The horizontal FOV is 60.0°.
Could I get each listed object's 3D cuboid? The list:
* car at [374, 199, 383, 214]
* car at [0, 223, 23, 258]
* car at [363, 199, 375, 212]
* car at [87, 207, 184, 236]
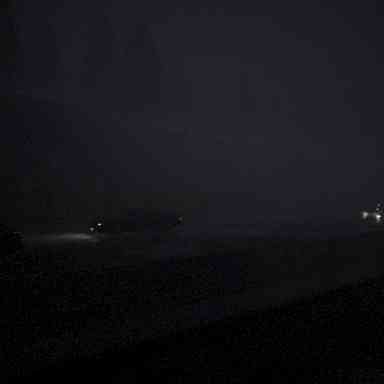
[{"bbox_3d":[23.481,1.818,38.493,5.008,1.535,1.882,1,0,-38],"label":"car"},{"bbox_3d":[-8.030,1.535,11.156,4.181,1.385,1.994,1,0,-36],"label":"car"},{"bbox_3d":[24.464,1.720,43.729,4.553,1.767,2.097,1,0,-38],"label":"car"},{"bbox_3d":[-3.074,1.590,18.980,5.357,1.411,2.033,1,0,-35],"label":"car"}]
